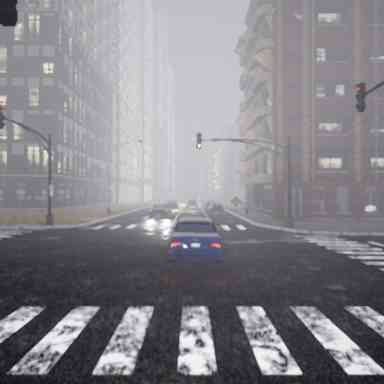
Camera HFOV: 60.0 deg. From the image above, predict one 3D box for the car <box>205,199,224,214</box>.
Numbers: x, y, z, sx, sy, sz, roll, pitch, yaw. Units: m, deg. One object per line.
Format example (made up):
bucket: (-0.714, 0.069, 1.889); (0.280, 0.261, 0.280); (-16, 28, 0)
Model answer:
car: (2.757, 1.826, 38.074); (1.802, 1.307, 4.206); (0, 0, 0)

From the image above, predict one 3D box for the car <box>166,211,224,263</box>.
car: (0.119, 1.653, 12.438); (2.033, 1.411, 5.357); (1, 0, 0)

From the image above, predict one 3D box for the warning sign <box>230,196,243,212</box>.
warning sign: (5.080, 1.360, 38.191); (1.300, 1.860, 1.060); (0, 0, 0)

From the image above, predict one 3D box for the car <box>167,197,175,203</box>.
car: (-5.652, 2.153, 90.534); (1.887, 1.381, 4.507); (0, 0, 0)

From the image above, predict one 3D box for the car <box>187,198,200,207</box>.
car: (0.026, 1.961, 60.640); (1.994, 1.385, 4.181); (0, 0, 0)

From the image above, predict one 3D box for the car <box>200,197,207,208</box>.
car: (2.712, 1.882, 50.991); (2.008, 1.369, 4.403); (0, 0, 0)

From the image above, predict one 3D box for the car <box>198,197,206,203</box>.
car: (2.728, 2.049, 90.531); (1.967, 1.590, 4.097); (0, 0, 0)

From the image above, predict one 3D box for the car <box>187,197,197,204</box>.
car: (0.030, 1.851, 70.677); (1.994, 1.385, 4.181); (0, 0, 0)

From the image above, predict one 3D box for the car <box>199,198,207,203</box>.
car: (2.726, 2.149, 84.882); (1.802, 1.307, 4.206); (0, 0, 0)

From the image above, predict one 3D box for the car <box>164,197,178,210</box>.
car: (-3.057, 1.885, 49.650); (1.994, 1.385, 4.181); (0, 0, 0)

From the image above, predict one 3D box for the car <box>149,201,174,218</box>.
car: (-3.086, 1.809, 32.763); (1.895, 1.301, 4.718); (0, 0, 0)

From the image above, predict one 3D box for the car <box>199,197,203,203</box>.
car: (2.715, 1.920, 56.639); (2.008, 1.369, 4.403); (0, 0, 0)

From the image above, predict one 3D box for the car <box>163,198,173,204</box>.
car: (-5.656, 2.078, 79.237); (2.008, 1.369, 4.403); (0, 0, 0)
